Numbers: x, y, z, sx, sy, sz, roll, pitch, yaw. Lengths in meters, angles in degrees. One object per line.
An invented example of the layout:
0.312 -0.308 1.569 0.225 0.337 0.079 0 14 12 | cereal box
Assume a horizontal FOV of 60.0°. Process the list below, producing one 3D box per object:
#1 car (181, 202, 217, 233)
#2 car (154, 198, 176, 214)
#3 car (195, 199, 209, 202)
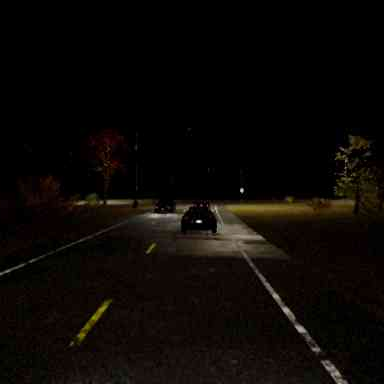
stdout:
0.418 1.525 19.529 1.994 1.385 4.181 0 0 2 | car
-2.705 1.416 34.484 1.837 1.490 4.892 0 0 3 | car
1.122 1.456 37.164 2.033 1.411 5.357 0 0 3 | car
